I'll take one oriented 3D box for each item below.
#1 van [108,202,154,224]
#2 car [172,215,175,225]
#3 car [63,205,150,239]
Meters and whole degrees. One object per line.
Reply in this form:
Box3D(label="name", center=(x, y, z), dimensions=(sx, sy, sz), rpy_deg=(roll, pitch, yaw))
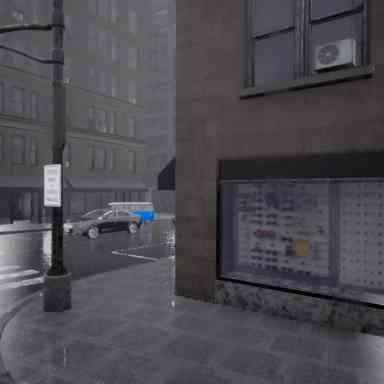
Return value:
Box3D(label="van", center=(-4.507, 1.636, 24.169), dimensions=(1.690, 1.788, 3.998), rpy_deg=(-1, -1, 35))
Box3D(label="car", center=(0.259, 1.947, 26.451), dimensions=(1.994, 1.385, 4.181), rpy_deg=(0, -1, 35))
Box3D(label="car", center=(-4.995, 1.726, 18.987), dimensions=(2.128, 1.511, 4.902), rpy_deg=(0, -1, 35))
